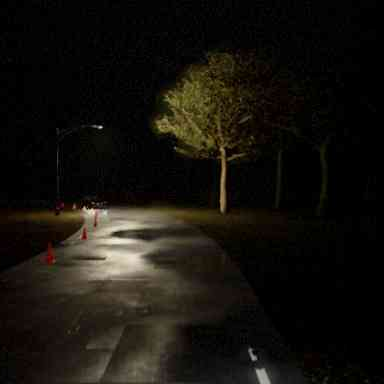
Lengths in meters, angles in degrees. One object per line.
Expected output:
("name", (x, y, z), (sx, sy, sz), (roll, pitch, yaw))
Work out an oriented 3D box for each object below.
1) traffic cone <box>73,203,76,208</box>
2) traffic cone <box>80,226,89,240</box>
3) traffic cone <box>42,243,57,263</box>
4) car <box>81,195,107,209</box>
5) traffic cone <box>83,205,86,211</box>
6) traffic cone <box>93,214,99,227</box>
("traffic cone", (-13.184, 1.532, 37.325), (0.340, 0.580, 0.340), (-1, 1, -33))
("traffic cone", (-4.882, 1.841, 15.117), (0.340, 0.580, 0.340), (0, 1, -8))
("traffic cone", (-4.440, 1.882, 10.359), (0.340, 0.580, 0.340), (0, 0, -3))
("car", (-11.104, 1.075, 37.337), (1.837, 1.490, 4.892), (0, 1, -33))
("traffic cone", (-10.749, 1.597, 33.212), (0.340, 0.580, 0.340), (-1, 1, -28))
("traffic cone", (-5.743, 1.792, 19.818), (0.340, 0.580, 0.340), (0, 1, -13))
